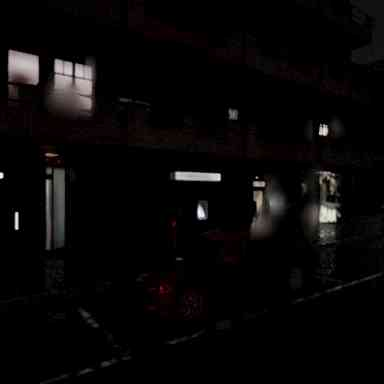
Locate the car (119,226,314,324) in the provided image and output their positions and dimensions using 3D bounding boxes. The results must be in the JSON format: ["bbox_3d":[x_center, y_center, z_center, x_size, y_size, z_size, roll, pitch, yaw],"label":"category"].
[{"bbox_3d":[0.693,1.474,7.033,4.507,1.381,1.887,-1,2,-35],"label":"car"}]
